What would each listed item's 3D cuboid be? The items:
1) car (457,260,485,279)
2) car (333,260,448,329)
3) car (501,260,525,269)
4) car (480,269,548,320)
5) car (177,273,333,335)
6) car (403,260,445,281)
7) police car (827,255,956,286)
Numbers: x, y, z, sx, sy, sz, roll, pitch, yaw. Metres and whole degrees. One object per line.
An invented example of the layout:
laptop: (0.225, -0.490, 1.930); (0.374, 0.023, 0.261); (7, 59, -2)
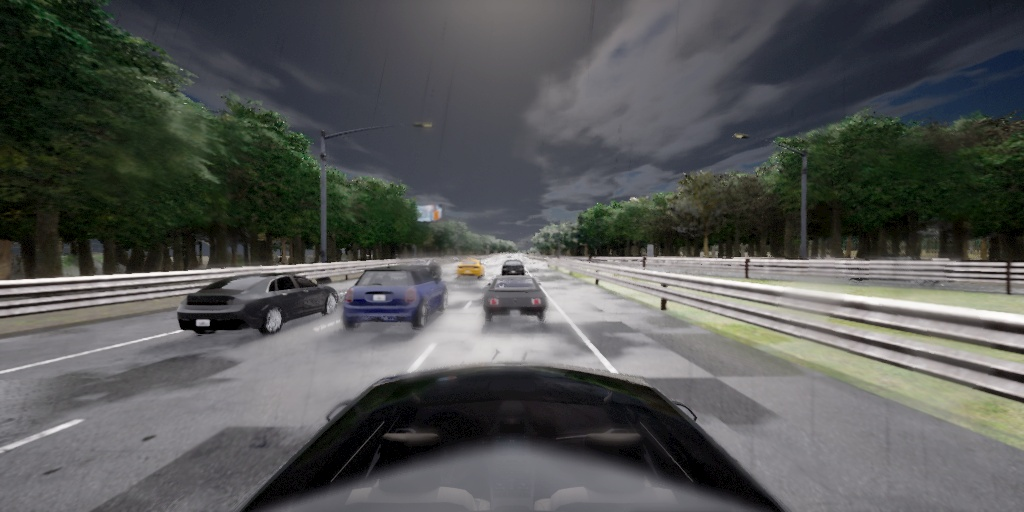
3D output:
car: (-3.407, 1.054, 30.326); (1.882, 1.535, 5.008); (0, 0, 0)
car: (-3.403, 1.080, 11.318); (2.097, 1.767, 4.553); (0, 0, 0)
car: (0.093, 1.055, 30.311); (1.882, 1.535, 5.008); (0, 0, 0)
car: (0.091, 1.323, 12.417); (1.895, 1.301, 4.718); (0, 0, 0)
car: (-6.902, 1.237, 10.430); (1.837, 1.490, 4.892); (0, 0, 0)
car: (-6.905, 1.081, 28.701); (2.128, 1.511, 4.902); (0, 0, 0)
police car: (21.697, 0.780, 20.805); (1.930, 1.638, 5.238); (0, 0, -24)
